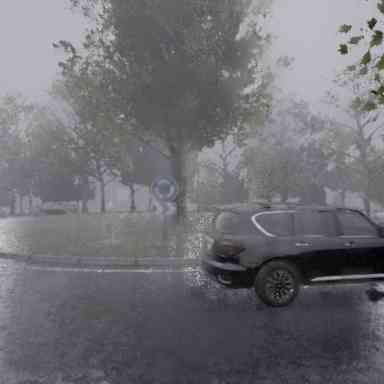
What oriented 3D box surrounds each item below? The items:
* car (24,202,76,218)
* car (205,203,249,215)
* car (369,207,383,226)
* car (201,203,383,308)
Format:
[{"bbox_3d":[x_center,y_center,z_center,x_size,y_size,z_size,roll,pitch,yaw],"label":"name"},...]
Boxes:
[{"bbox_3d":[-14.062,1.764,33.270,2.128,1.511,4.902,-1,-1,41],"label":"car"},{"bbox_3d":[4.102,1.916,38.601,4.718,1.301,1.895,0,-1,22],"label":"car"},{"bbox_3d":[14.691,1.792,23.463,1.895,1.301,4.718,0,0,1],"label":"car"},{"bbox_3d":[2.986,1.289,7.897,5.566,2.045,2.150,0,0,-12],"label":"car"}]
